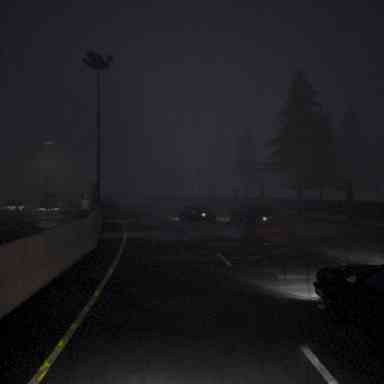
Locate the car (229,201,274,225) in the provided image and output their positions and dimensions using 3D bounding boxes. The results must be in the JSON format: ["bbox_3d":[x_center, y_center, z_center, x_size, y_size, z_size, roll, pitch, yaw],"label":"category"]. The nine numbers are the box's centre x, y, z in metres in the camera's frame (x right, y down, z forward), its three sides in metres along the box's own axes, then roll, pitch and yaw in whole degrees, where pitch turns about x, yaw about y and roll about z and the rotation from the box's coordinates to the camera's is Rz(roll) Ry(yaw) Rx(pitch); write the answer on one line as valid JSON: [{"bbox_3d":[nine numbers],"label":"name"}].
[{"bbox_3d":[4.103,1.436,23.523,1.837,1.490,4.892,0,0,-12],"label":"car"}]

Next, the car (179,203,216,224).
[{"bbox_3d":[0.307,1.502,24.328,1.994,1.385,4.181,0,0,-14],"label":"car"}]

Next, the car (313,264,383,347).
[{"bbox_3d":[3.388,1.529,4.046,2.033,1.411,5.357,0,0,-3],"label":"car"}]

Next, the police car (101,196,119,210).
[{"bbox_3d":[-10.418,1.348,40.994,1.930,1.638,5.238,0,0,-25],"label":"police car"}]
